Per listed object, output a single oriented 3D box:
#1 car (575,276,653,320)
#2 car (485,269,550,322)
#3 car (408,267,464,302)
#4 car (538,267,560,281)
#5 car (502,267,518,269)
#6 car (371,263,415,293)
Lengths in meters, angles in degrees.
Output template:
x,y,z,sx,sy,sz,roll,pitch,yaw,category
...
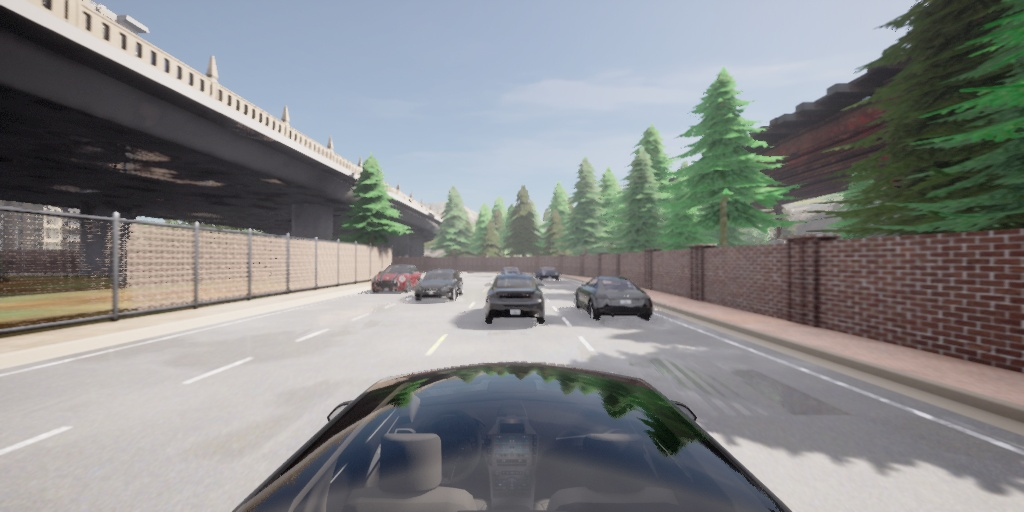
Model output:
x,y,z,sx,sy,sz,roll,pitch,yaw,category
3.593,1.441,13.322,1.994,1.385,4.181,0,-1,0,car
0.092,1.378,12.764,1.837,1.490,4.892,0,0,0,car
-3.608,1.437,18.403,1.837,1.490,4.892,0,-1,0,car
3.367,1.720,35.409,1.895,1.301,4.718,0,-1,-4,car
-0.208,1.719,35.400,1.895,1.301,4.718,0,-1,-5,car
-7.116,1.330,22.533,2.097,1.767,4.553,0,-1,0,car
